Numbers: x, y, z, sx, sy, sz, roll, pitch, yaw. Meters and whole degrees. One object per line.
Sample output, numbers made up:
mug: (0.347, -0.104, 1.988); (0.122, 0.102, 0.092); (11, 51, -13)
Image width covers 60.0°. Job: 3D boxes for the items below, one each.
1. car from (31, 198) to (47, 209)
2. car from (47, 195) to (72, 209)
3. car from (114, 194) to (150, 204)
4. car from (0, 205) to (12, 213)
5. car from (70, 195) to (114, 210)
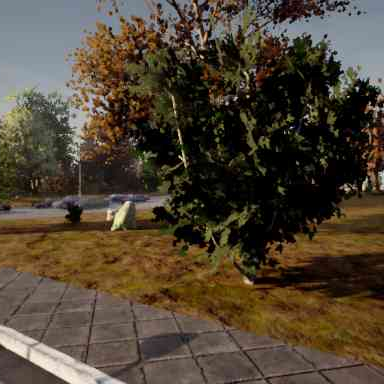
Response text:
car: (-18.555, 1.422, 44.434); (2.033, 1.411, 5.357); (0, 2, 39)
car: (-15.493, 1.198, 42.651); (2.097, 1.767, 4.553); (0, 2, 39)
car: (-8.800, 0.978, 50.901); (2.033, 1.411, 5.357); (0, 3, 39)
car: (-21.770, 1.665, 34.902); (1.895, 1.301, 4.718); (0, 1, 39)
car: (-12.248, 1.379, 40.790); (1.994, 1.385, 4.181); (0, 2, 39)
